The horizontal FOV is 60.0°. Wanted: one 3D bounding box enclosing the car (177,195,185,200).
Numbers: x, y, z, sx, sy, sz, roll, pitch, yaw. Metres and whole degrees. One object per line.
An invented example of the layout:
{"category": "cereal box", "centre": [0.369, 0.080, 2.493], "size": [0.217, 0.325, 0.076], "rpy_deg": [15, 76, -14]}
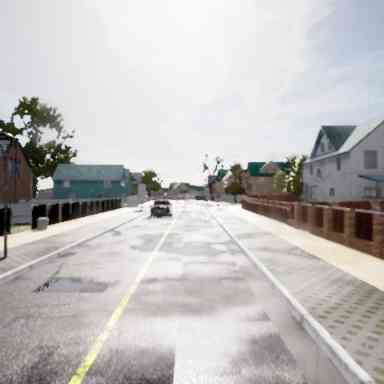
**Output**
{"category": "car", "centre": [-2.880, 1.559, 87.636], "size": [1.837, 1.490, 4.892], "rpy_deg": [0, 0, -9]}

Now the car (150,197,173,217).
{"category": "car", "centre": [-2.813, 1.483, 31.255], "size": [1.837, 1.490, 4.892], "rpy_deg": [0, -1, 0]}
